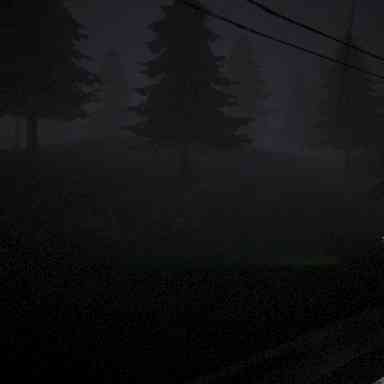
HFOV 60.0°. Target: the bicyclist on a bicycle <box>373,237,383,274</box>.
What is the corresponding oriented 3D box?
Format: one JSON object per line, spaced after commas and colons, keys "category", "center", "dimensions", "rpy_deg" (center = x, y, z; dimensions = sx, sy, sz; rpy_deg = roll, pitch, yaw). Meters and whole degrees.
{"category": "bicyclist on a bicycle", "center": [5.209, 1.360, 8.050], "dimensions": [0.582, 1.620, 1.656], "rpy_deg": [0, -1, -35]}
